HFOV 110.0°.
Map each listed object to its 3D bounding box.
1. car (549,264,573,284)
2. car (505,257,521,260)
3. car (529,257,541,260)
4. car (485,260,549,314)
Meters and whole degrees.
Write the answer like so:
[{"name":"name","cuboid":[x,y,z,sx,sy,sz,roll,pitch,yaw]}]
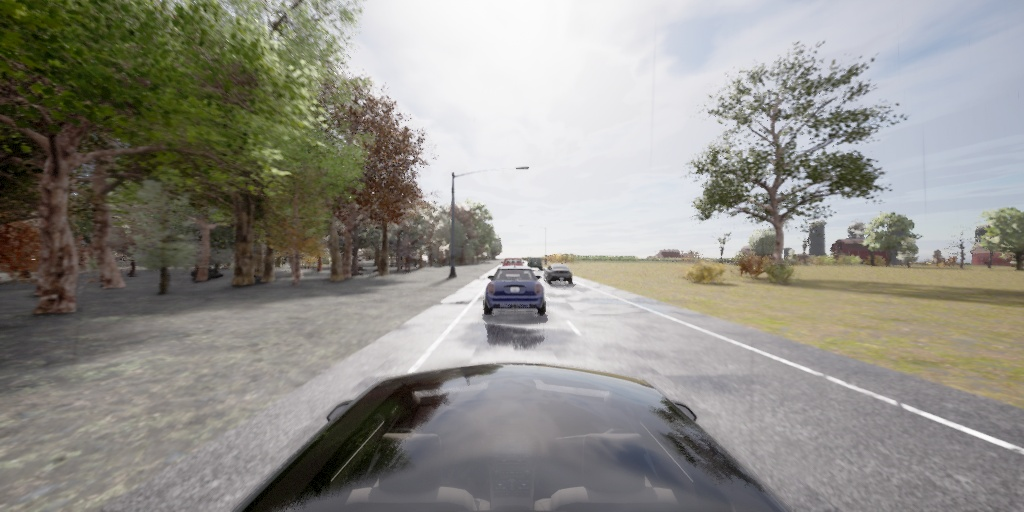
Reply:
[{"name":"car","cuboid":[3.587,1.397,28.280,1.837,1.490,4.892,0,0,0]},{"name":"car","cuboid":[0.084,1.152,36.790,2.150,2.045,5.566,0,0,0]},{"name":"car","cuboid":[3.574,1.246,57.121,2.150,2.045,5.566,0,0,0]},{"name":"car","cuboid":[0.095,1.169,14.225,2.097,1.767,4.553,0,0,0]}]
